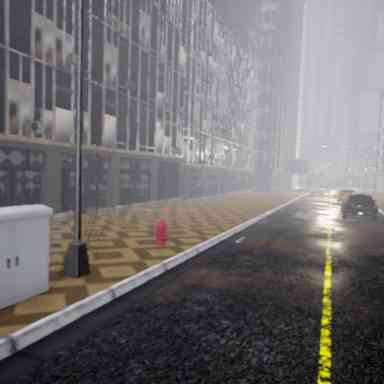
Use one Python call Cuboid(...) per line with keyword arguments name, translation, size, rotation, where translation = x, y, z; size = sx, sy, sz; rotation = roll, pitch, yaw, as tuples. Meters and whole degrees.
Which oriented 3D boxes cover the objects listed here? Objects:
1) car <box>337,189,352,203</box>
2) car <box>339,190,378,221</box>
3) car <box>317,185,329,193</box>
Cuboid(name="car", translation=(16.819, 0.403, 36.031), size=(1.882, 1.535, 5.008), rotation=(3, 3, 23))
Cuboid(name="car", translation=(10.573, 0.888, 21.167), size=(1.837, 1.490, 4.892), rotation=(3, 3, 23))
Cuboid(name="car", translation=(25.381, -0.563, 64.335), size=(1.812, 1.442, 4.674), rotation=(3, 3, 23))
